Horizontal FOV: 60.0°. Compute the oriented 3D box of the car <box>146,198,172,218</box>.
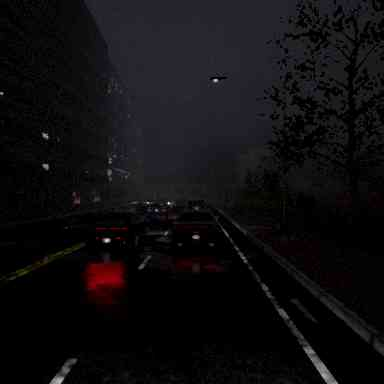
[{"bbox_3d":[-2.848,1.567,29.580,2.033,1.411,5.357,0,0,1],"label":"car"}]

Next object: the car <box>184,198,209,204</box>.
[{"bbox_3d":[0.401,1.370,29.501,2.097,1.767,4.553,0,0,1],"label":"car"}]

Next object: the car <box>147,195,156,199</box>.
[{"bbox_3d":[-9.241,1.489,75.889,2.033,1.411,5.357,0,0,-1],"label":"car"}]

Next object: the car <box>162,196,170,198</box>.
[{"bbox_3d":[-5.991,1.543,75.962,1.895,1.301,4.718,0,0,-1],"label":"car"}]

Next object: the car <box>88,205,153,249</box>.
[{"bbox_3d":[-3.073,1.516,14.580,1.837,1.490,4.892,0,0,1],"label":"car"}]

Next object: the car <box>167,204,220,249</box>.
[{"bbox_3d":[0.176,1.485,14.532,1.882,1.535,5.008,0,0,1],"label":"car"}]

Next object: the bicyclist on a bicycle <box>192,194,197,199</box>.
[{"bbox_3d":[0.864,1.448,90.597,0.866,1.612,1.509,0,0,-3],"label":"bicyclist on a bicycle"}]
